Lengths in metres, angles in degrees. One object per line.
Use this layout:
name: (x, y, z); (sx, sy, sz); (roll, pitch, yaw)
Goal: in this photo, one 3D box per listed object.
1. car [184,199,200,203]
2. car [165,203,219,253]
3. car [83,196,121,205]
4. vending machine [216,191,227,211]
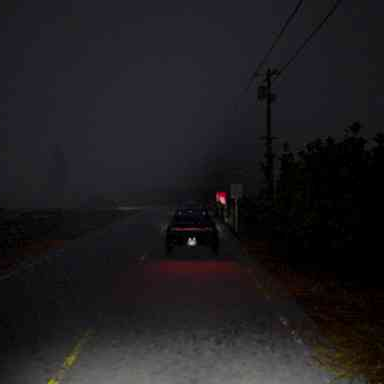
car: (-0.021, 1.348, 28.809); (1.812, 1.442, 4.674); (0, 1, 0)
car: (0.010, 1.411, 13.149); (2.128, 1.511, 4.902); (0, 0, 0)
car: (-11.203, 1.272, 41.212); (4.674, 1.442, 1.812); (0, 0, 6)
vending machine: (3.260, 0.970, 36.669); (1.100, 2.100, 0.880); (0, 0, -1)
